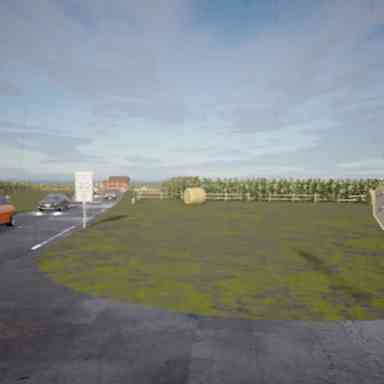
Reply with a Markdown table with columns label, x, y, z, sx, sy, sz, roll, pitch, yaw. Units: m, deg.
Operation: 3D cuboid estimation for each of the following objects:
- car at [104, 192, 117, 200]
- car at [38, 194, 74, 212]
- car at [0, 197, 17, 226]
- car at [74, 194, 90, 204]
| label | x | y | z | sx | sy | sz | roll | pitch | yaw |
| --- | --- | --- | --- | --- | --- | --- | --- | --- | --- |
| car | -13.546 | 0.660 | 55.559 | 1.895 | 1.301 | 4.718 | 0 | 1 | -10 |
| car | -12.395 | 0.934 | 30.153 | 1.837 | 1.490 | 4.892 | 0 | 0 | -9 |
| car | -10.352 | 0.991 | 16.155 | 2.097 | 1.767 | 4.553 | 0 | 1 | -9 |
| car | -14.435 | 0.755 | 43.380 | 1.812 | 1.442 | 4.674 | 0 | 1 | -9 |
